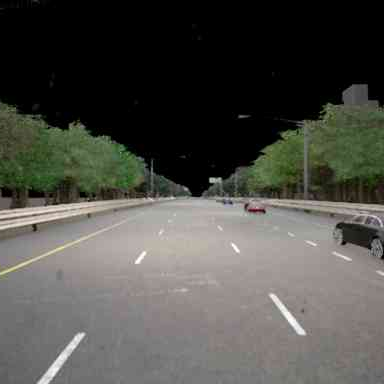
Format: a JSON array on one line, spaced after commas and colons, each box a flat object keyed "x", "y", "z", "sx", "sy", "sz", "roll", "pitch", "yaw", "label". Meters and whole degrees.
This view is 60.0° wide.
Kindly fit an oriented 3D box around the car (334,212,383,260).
[{"x": 7.003, "y": 1.497, "z": 12.376, "sx": 2.128, "sy": 1.511, "sz": 4.902, "roll": 0, "pitch": 0, "yaw": 0, "label": "car"}]

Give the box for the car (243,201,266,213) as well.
[{"x": 7.057, "y": 1.656, "z": 37.833, "sx": 1.994, "sy": 1.385, "sz": 4.181, "roll": 0, "pitch": 0, "yaw": 0, "label": "car"}]

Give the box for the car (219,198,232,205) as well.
[{"x": 7.220, "y": 1.947, "z": 69.014, "sx": 1.812, "sy": 1.442, "sz": 4.674, "roll": 0, "pitch": -1, "yaw": 0, "label": "car"}]

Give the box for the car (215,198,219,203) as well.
[{"x": 7.390, "y": 2.295, "z": 90.092, "sx": 1.895, "sy": 1.301, "sz": 4.718, "roll": 0, "pitch": -1, "yaw": 1, "label": "car"}]
